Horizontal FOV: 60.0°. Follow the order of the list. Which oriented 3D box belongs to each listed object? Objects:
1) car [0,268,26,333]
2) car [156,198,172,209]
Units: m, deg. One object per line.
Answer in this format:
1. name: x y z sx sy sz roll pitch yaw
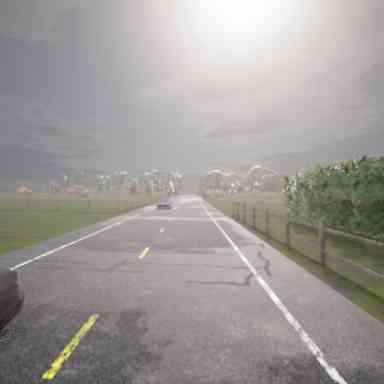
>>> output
1. car: -3.600 1.545 3.039 2.033 1.411 5.357 0 0 0
2. car: -3.600 1.512 43.832 2.033 1.411 5.357 0 0 0
